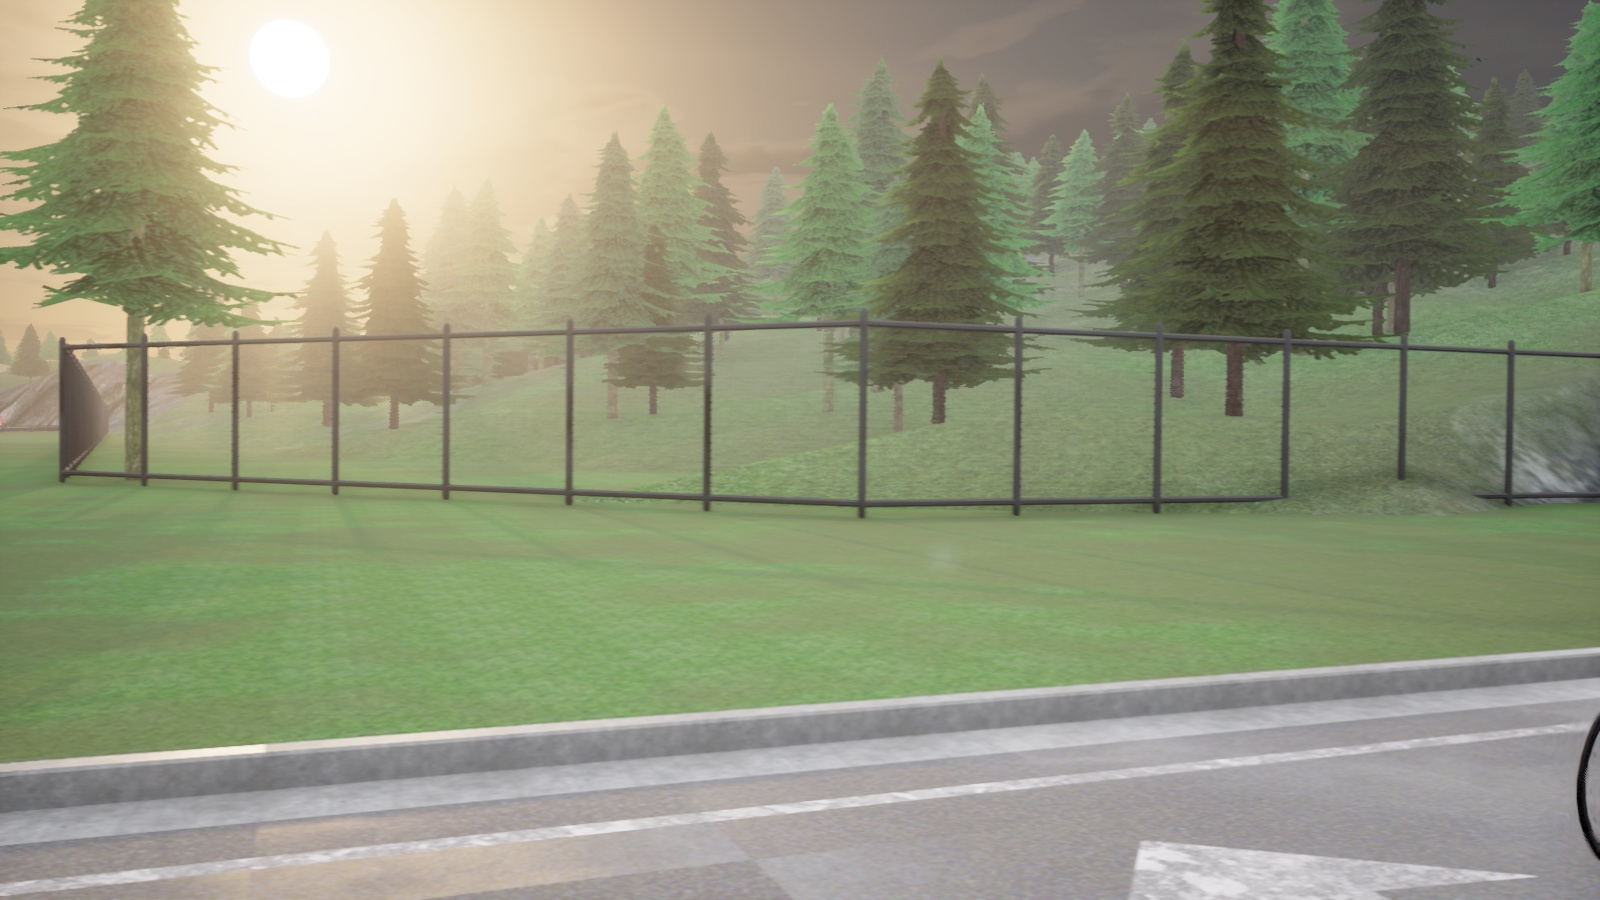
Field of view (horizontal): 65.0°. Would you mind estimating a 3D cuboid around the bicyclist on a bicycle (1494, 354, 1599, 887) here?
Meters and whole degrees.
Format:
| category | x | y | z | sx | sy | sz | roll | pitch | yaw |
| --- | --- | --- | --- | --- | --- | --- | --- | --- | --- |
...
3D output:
| category | x | y | z | sx | sy | sz | roll | pitch | yaw |
| --- | --- | --- | --- | --- | --- | --- | --- | --- | --- |
| bicyclist on a bicycle | 3.493 | 0.557 | 4.564 | 1.843 | 1.776 | 0.659 | -1 | 1 | -21 |
